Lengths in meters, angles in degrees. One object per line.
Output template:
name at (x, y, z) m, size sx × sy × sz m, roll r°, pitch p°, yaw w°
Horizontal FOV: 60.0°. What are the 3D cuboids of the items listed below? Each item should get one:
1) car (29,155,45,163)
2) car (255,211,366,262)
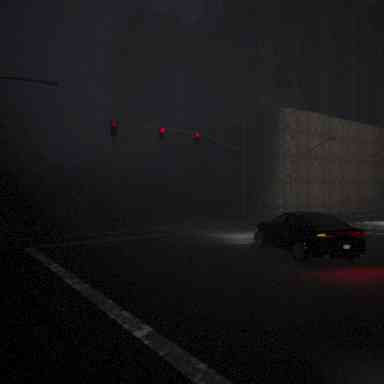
car at (-27.461, -5.845, 58.904) m, size 2.033 × 1.411 × 5.357 m, roll 0°, pitch 6°, yaw -36°
car at (3.979, 1.438, 12.113) m, size 1.882 × 1.535 × 5.008 m, roll 1°, pitch 0°, yaw -12°
